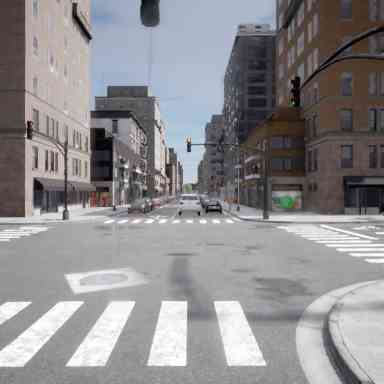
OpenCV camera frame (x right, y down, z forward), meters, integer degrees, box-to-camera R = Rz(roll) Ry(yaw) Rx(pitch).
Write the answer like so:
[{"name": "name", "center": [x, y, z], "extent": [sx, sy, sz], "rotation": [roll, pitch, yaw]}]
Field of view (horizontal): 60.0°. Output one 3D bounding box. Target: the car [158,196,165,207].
[{"name": "car", "center": [-5.756, 1.653, 52.645], "extent": [1.802, 1.307, 4.206], "rotation": [0, 0, 0]}]

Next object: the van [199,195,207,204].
[{"name": "van", "center": [2.261, 1.453, 69.182], "extent": [1.690, 1.788, 3.998], "rotation": [0, 0, 0]}]

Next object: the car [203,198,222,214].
[{"name": "car", "center": [2.276, 1.606, 36.116], "extent": [1.947, 1.339, 4.313], "rotation": [0, 0, 0]}]

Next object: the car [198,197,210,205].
[{"name": "car", "center": [2.263, 1.647, 63.671], "extent": [2.008, 1.369, 4.403], "rotation": [0, 0, 0]}]

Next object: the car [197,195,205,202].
[{"name": "car", "center": [2.253, 1.600, 85.714], "extent": [1.967, 1.590, 4.097], "rotation": [0, 0, 0]}]

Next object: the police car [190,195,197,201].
[{"name": "police car", "center": [0.440, 1.599, 90.193], "extent": [1.930, 1.638, 5.238], "rotation": [0, 0, 0]}]

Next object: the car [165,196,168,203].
[{"name": "car", "center": [-5.759, 1.634, 58.156], "extent": [2.008, 1.369, 4.403], "rotation": [0, 0, 0]}]

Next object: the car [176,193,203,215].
[{"name": "car", "center": [-0.250, 1.260, 35.082], "extent": [2.150, 2.045, 5.566], "rotation": [0, 0, -1]}]

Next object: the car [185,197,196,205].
[{"name": "car", "center": [-0.275, 1.644, 63.661], "extent": [2.033, 1.411, 5.357], "rotation": [0, 0, 0]}]

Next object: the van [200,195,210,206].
[{"name": "van", "center": [2.266, 1.424, 58.160], "extent": [1.690, 1.788, 3.998], "rotation": [0, 0, 0]}]

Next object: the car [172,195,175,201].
[{"name": "car", "center": [-5.769, 1.694, 80.199], "extent": [2.008, 1.369, 4.403], "rotation": [0, 0, 0]}]

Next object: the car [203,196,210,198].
[{"name": "car", "center": [2.271, 1.641, 47.139], "extent": [1.802, 1.307, 4.206], "rotation": [0, 0, 0]}]

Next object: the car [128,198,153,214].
[{"name": "car", "center": [-5.749, 1.480, 36.113], "extent": [1.967, 1.590, 4.097], "rotation": [0, 0, 0]}]

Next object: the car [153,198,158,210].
[{"name": "car", "center": [-5.751, 1.489, 41.624], "extent": [1.967, 1.590, 4.097], "rotation": [0, 0, 0]}]

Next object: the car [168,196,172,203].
[{"name": "car", "center": [-5.764, 1.552, 69.178], "extent": [1.967, 1.590, 4.097], "rotation": [0, 0, 0]}]
